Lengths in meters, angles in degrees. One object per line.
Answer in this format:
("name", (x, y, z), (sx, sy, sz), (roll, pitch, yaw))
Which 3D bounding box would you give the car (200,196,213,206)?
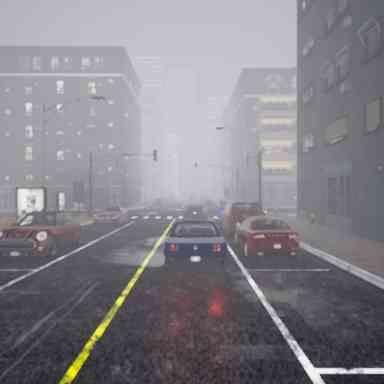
("car", (2.726, 1.733, 56.136), (1.802, 1.307, 4.206), (0, 0, 0))

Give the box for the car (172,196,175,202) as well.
("car", (-5.634, 1.786, 83.772), (1.887, 1.381, 4.507), (0, 0, 0))

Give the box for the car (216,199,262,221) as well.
("car", (2.695, 1.361, 18.214), (2.192, 1.841, 5.009), (0, 0, 0))

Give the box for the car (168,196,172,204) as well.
("car", (-5.647, 1.752, 67.201), (1.947, 1.339, 4.313), (0, 0, 0))

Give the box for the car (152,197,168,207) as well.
("car", (-5.655, 1.717, 56.154), (1.947, 1.339, 4.313), (0, 0, 0))

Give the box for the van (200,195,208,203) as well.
("van", (2.741, 1.563, 78.230), (1.690, 1.788, 3.998), (0, 0, 0))

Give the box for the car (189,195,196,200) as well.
("car", (0.072, 1.666, 95.600), (1.994, 1.385, 4.181), (0, 0, 0))

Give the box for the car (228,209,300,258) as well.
("car", (2.693, 1.576, 12.685), (1.887, 1.381, 4.507), (0, 0, 0))

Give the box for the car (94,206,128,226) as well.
("car", (-5.680, 1.642, 23.749), (1.802, 1.307, 4.206), (0, 0, 0))

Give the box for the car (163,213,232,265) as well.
("car", (0.108, 1.630, 11.727), (1.895, 1.301, 4.718), (0, 0, 0))

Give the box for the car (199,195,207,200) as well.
("car", (2.730, 1.734, 61.659), (1.947, 1.339, 4.313), (0, 0, 0))

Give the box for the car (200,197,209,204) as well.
("car", (2.738, 1.749, 72.706), (1.887, 1.381, 4.507), (0, 0, 0))

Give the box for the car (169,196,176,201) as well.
("car", (-5.626, 1.861, 94.818), (1.802, 1.307, 4.206), (0, 0, 0))

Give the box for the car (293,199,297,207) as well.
("car", (15.791, 1.144, 43.266), (5.009, 1.841, 2.192), (-1, 1, 0))

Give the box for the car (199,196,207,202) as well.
("car", (2.747, 1.806, 83.753), (1.947, 1.339, 4.313), (0, 0, 0))

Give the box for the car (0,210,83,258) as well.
("car", (-5.689, 1.472, 12.693), (1.967, 1.590, 4.097), (0, 0, 0))

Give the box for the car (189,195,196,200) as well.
("car", (0.063, 1.777, 85.177), (2.033, 1.411, 5.357), (0, 0, 0))

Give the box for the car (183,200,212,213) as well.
("car", (0.391, 1.636, 28.279), (1.994, 1.385, 4.181), (0, 0, 5))
